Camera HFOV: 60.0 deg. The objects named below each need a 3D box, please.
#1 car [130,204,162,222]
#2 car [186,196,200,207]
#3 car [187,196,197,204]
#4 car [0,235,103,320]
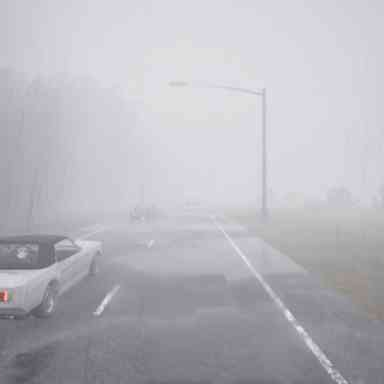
[{"bbox_3d":[-3.406,1.537,25.338,1.895,1.301,4.718,0,0,0],"label":"car"},{"bbox_3d":[0.093,1.447,47.439,1.994,1.385,4.181,0,0,0],"label":"car"},{"bbox_3d":[-0.005,1.451,61.252,1.895,1.301,4.718,0,0,0],"label":"car"},{"bbox_3d":[-3.402,1.582,7.233,1.895,1.301,4.718,0,0,0],"label":"car"}]
